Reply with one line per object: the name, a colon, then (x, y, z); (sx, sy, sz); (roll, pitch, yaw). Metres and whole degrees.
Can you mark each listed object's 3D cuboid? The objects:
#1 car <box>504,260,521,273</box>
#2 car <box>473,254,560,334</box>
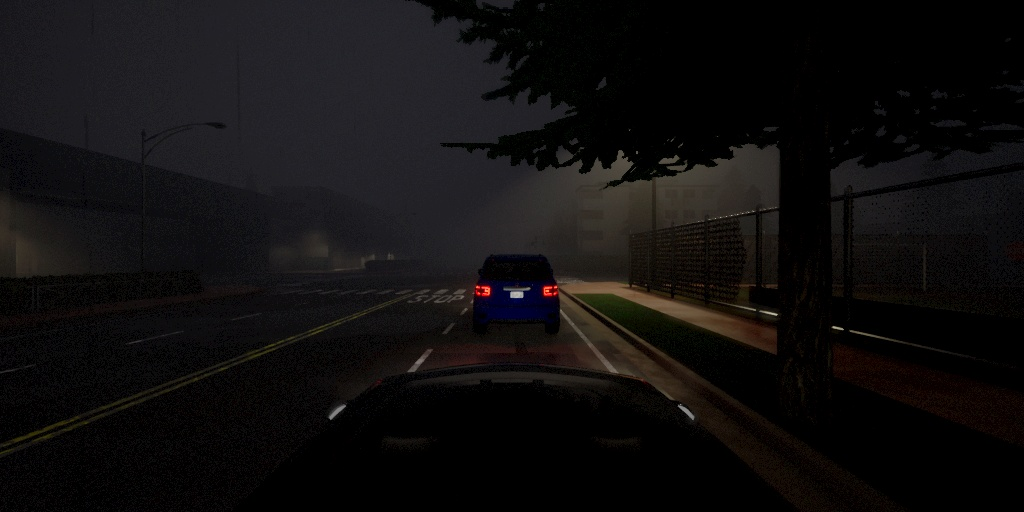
car: (0.027, 1.242, 45.664); (2.128, 1.511, 4.902); (0, 0, 0)
car: (0.116, 0.972, 10.798); (2.150, 2.045, 5.566); (0, 0, 0)
